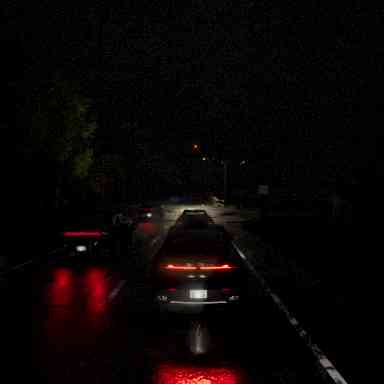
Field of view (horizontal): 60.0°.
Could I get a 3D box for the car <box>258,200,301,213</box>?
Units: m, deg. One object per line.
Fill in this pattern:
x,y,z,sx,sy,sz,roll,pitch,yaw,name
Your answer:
10.432,1.657,39.738,5.008,1.535,1.882,1,-1,9,car

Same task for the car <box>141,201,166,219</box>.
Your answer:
-3.340,1.513,28.429,1.837,1.490,4.892,0,1,0,car

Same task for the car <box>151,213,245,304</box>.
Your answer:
0.116,1.507,8.141,1.837,1.490,4.892,0,0,0,car

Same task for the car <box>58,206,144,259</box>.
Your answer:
-3.373,1.496,12.575,2.128,1.511,4.902,0,0,0,car

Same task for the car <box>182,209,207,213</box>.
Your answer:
0.135,1.568,17.050,1.994,1.385,4.181,0,0,0,car

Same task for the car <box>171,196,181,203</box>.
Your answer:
-3.260,1.551,66.965,2.033,1.411,5.357,0,0,0,car
